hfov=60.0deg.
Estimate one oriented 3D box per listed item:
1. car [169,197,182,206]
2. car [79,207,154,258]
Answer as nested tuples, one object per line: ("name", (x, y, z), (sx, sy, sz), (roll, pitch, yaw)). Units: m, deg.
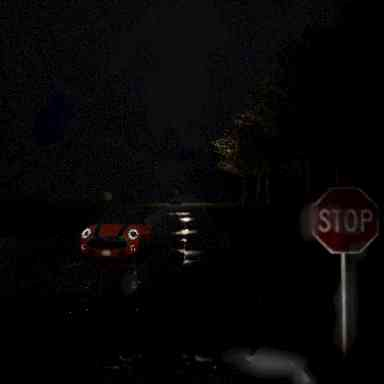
("car", (-2.801, 1.612, 57.639), (1.837, 1.490, 4.892), (0, 0, 0))
("car", (-2.750, 1.431, 12.998), (2.097, 1.767, 4.553), (1, -1, 0))
